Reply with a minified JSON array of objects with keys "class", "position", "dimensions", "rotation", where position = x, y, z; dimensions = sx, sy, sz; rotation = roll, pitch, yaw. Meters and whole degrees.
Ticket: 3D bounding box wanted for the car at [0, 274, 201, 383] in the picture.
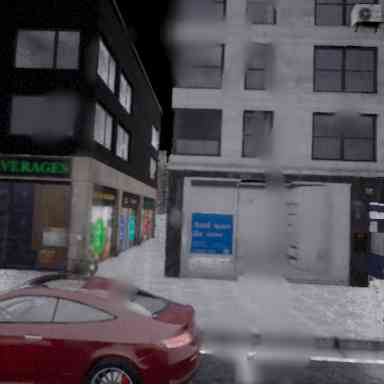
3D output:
[{"class":"car","position":[-1.981,1.805,4.476],"dimensions":[4.206,1.307,1.802],"rotation":[2,-3,2]}]
